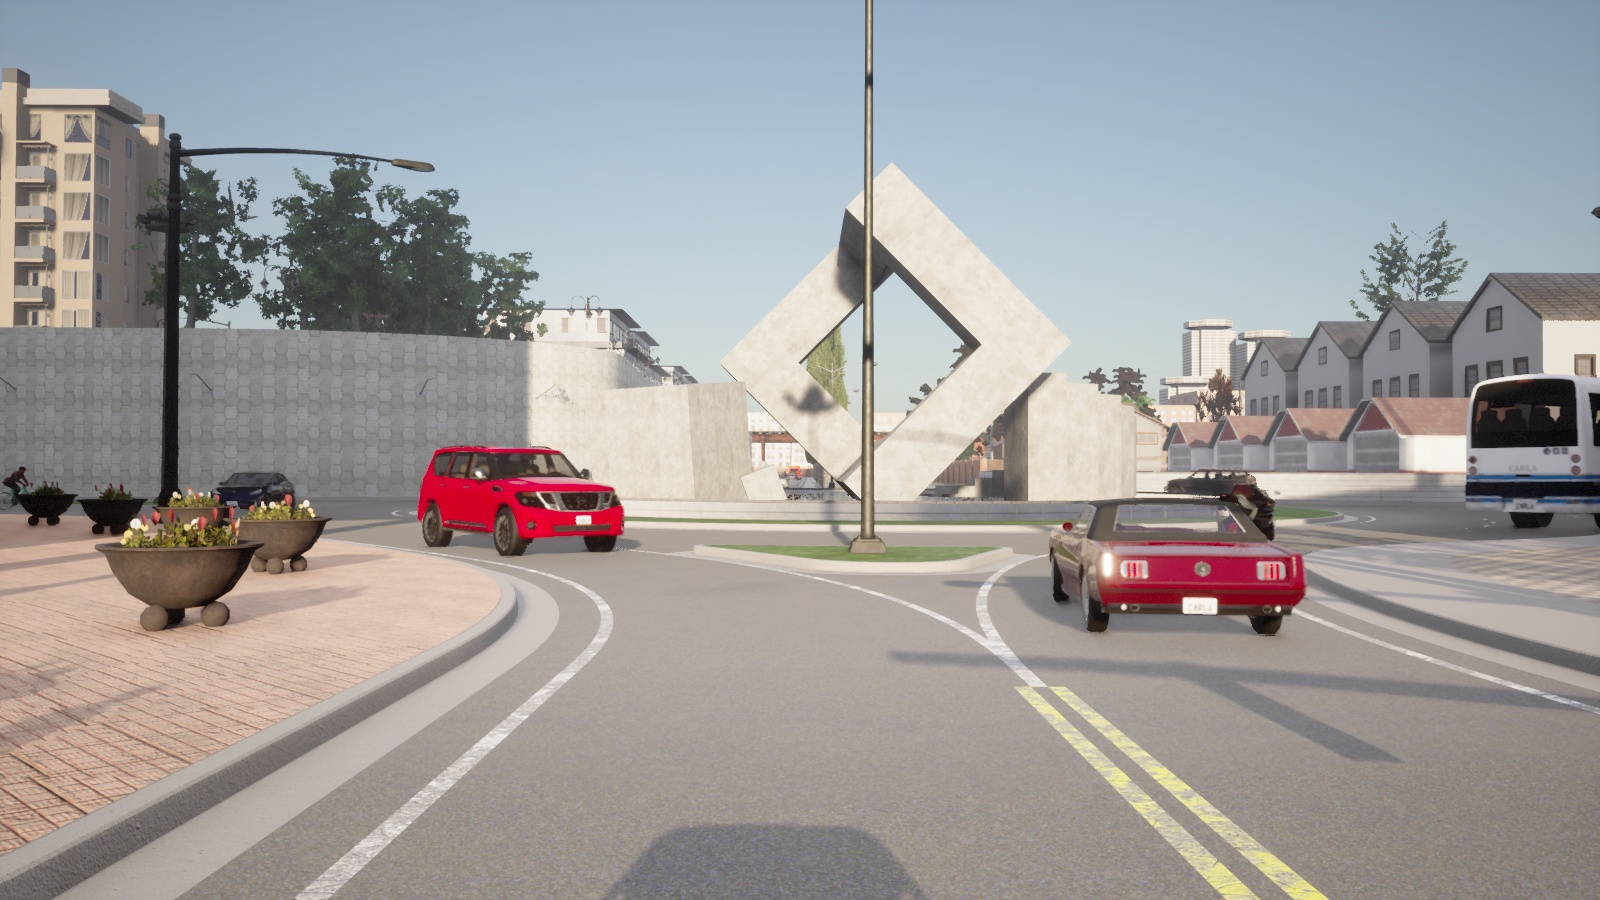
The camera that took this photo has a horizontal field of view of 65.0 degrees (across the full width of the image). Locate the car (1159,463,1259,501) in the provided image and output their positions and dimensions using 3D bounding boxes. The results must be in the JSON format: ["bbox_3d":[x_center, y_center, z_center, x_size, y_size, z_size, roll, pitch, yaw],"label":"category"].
[{"bbox_3d":[20.953,1.628,64.518,1.932,1.855,4.605,1,-1,-37],"label":"car"}]

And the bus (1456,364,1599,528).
[{"bbox_3d":[24.001,-0.040,36.864,10.273,4.253,3.944,0,-2,-34],"label":"bus"}]

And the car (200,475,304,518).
[{"bbox_3d":[-20.144,1.672,46.363,2.163,1.488,4.792,0,-1,-6],"label":"car"}]

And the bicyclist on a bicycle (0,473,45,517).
[{"bbox_3d":[-28.776,1.658,46.266,1.656,1.620,0.582,0,-1,8],"label":"bicyclist on a bicycle"}]

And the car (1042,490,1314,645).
[{"bbox_3d":[3.827,1.127,13.589,1.895,1.301,4.718,0,-1,5],"label":"car"}]

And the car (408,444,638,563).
[{"bbox_3d":[-5.533,0.965,24.459,2.150,2.045,5.566,1,-1,-39],"label":"car"}]

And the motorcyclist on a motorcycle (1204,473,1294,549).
[{"bbox_3d":[9.505,1.256,26.539,2.191,1.530,0.866,1,0,-43],"label":"motorcyclist on a motorcycle"}]
